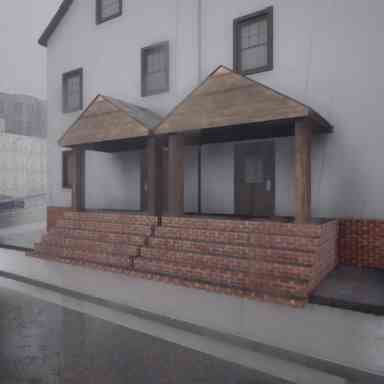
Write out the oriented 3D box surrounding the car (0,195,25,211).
[{"bbox_3d":[-15.317,0.940,25.725,1.994,1.385,4.181,0,7,35],"label":"car"}]
